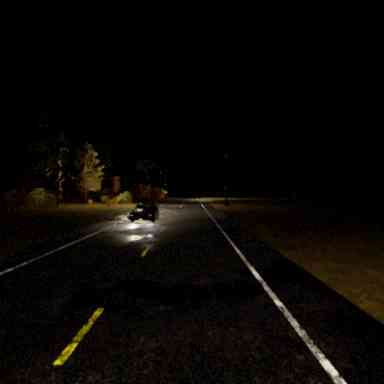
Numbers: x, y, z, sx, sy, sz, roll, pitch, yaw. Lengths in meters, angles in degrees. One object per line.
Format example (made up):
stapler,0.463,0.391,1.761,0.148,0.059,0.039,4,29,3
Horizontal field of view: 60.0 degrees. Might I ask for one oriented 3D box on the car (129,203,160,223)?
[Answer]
car,-3.596,1.548,26.007,2.033,1.411,5.357,0,0,0
